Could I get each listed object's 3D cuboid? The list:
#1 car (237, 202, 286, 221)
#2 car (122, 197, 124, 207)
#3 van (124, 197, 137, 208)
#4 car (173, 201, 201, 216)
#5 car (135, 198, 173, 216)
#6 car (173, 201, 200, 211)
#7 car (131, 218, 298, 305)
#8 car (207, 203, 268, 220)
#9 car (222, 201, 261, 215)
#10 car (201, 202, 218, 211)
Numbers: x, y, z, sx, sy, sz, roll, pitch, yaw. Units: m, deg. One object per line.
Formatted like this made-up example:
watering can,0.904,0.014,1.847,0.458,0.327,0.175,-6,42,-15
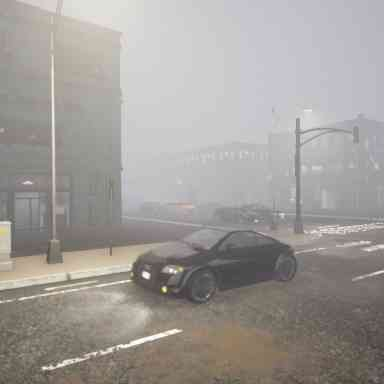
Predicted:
car,5.705,1.712,28.225,2.128,1.511,4.902,-1,0,-35
car,-13.626,1.939,65.384,2.192,1.841,5.009,-1,0,-35
van,-10.418,1.906,60.874,1.690,1.788,3.998,-1,0,-35
car,-1.463,1.840,38.313,1.882,1.535,5.008,-1,0,-36
car,-4.416,1.845,37.971,1.967,1.590,4.097,-1,0,-35
car,-0.790,1.965,47.340,1.802,1.307,4.206,-2,0,-35
car,0.663,1.563,8.136,4.181,1.385,1.994,0,0,-35
car,3.529,1.814,26.592,1.947,1.339,4.313,-1,0,-35
car,5.623,1.809,38.318,2.008,1.369,4.403,-2,0,-35
car,2.416,1.903,42.830,1.802,1.307,4.206,-2,0,-35
